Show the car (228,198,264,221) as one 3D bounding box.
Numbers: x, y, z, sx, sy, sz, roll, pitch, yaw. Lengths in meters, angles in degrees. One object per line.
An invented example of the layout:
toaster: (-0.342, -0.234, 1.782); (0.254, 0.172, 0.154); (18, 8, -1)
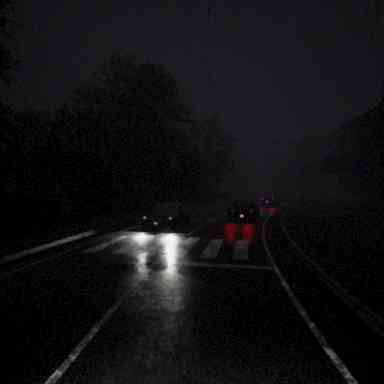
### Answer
car: (3.948, 1.279, 24.463); (1.895, 1.301, 4.718); (1, 1, 16)

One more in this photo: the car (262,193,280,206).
car: (9.441, 0.873, 40.372); (1.812, 1.442, 4.674); (2, 2, 20)

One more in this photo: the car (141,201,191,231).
car: (-1.295, 1.252, 18.754); (1.812, 1.442, 4.674); (1, 1, 13)
